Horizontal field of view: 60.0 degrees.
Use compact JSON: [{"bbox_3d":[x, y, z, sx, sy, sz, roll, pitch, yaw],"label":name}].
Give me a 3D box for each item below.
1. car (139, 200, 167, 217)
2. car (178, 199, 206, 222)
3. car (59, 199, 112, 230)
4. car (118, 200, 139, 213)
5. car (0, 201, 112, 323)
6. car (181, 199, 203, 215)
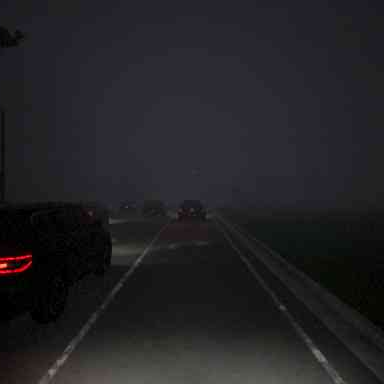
[{"bbox_3d":[-3.395,1.489,30.929,1.882,1.535,5.008,0,0,0],"label":"car"},{"bbox_3d":[0.004,1.362,26.325,2.097,1.767,4.553,0,0,0],"label":"car"},{"bbox_3d":[-6.897,1.361,22.093,2.097,1.767,4.553,0,0,0],"label":"car"},{"bbox_3d":[-6.894,1.578,37.074,1.994,1.385,4.181,0,0,0],"label":"car"},{"bbox_3d":[-3.399,1.224,7.337,2.150,2.045,5.566,0,0,0],"label":"car"},{"bbox_3d":[0.006,1.505,35.439,2.128,1.511,4.902,0,0,0],"label":"car"}]
